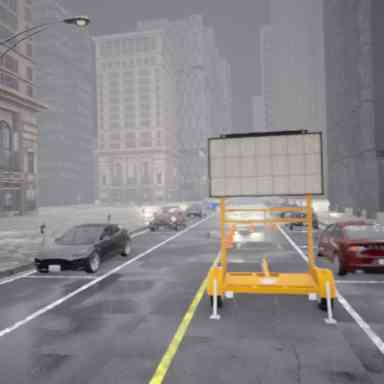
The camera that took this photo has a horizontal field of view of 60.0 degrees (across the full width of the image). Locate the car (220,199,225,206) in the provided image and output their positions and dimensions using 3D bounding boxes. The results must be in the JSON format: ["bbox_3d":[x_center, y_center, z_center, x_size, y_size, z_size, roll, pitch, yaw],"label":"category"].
[{"bbox_3d":[5.215,2.035,61.501,2.008,1.369,4.403,-2,-1,10],"label":"car"}]

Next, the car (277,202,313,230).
[{"bbox_3d":[6.840,1.591,21.142,2.008,1.369,4.403,-2,-1,10],"label":"car"}]

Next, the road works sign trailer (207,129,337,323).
[{"bbox_3d":[1.599,0.500,7.296,2.380,3.560,2.880,-2,-1,10],"label":"road works sign trailer"}]

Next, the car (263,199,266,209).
[{"bbox_3d":[10.710,1.711,43.370,2.008,1.369,4.403,-2,-1,10],"label":"car"}]

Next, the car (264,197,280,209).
[{"bbox_3d":[11.674,1.628,48.929,1.967,1.590,4.097,-2,-1,10],"label":"car"}]

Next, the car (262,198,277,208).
[{"bbox_3d":[12.644,1.767,54.485,2.008,1.369,4.403,-2,-1,10],"label":"car"}]

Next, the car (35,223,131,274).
[{"bbox_3d":[-3.490,1.783,11.485,1.947,1.339,4.313,-2,-1,10],"label":"car"}]

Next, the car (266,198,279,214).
[{"bbox_3d":[9.771,1.658,37.981,1.752,1.417,4.829,-2,-1,10],"label":"car"}]

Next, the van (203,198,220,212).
[{"bbox_3d":[2.307,1.742,44.832,1.690,1.788,3.998,-2,-1,10],"label":"van"}]

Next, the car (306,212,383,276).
[{"bbox_3d":[4.906,1.521,10.028,1.887,1.381,4.507,-2,-1,10],"label":"car"}]

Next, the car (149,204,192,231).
[{"bbox_3d":[-1.559,1.721,22.601,1.967,1.590,4.097,-2,-1,10],"label":"car"}]

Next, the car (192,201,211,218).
[{"bbox_3d":[0.380,1.908,33.715,1.947,1.339,4.313,-2,-1,10],"label":"car"}]

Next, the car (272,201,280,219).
[{"bbox_3d":[7.808,1.637,26.699,1.947,1.339,4.313,-2,-1,10],"label":"car"}]
